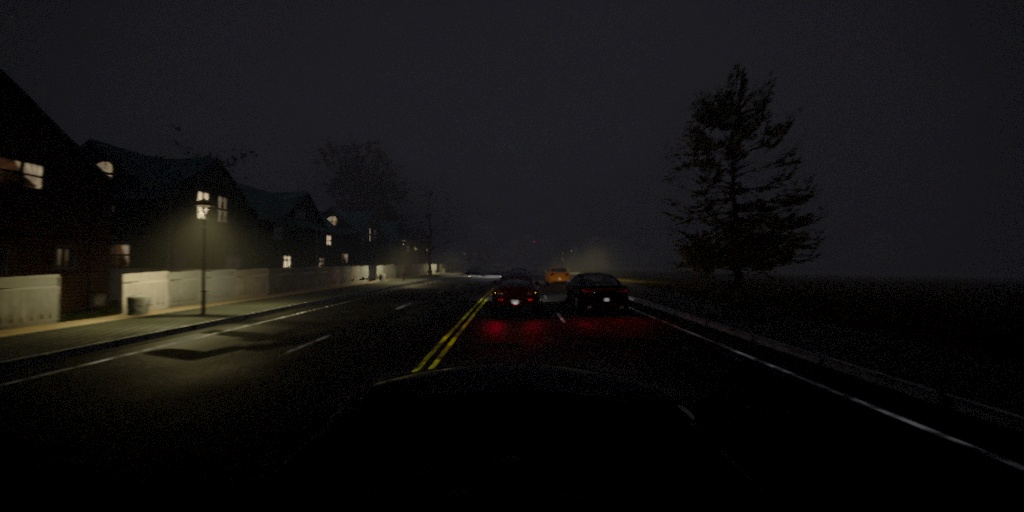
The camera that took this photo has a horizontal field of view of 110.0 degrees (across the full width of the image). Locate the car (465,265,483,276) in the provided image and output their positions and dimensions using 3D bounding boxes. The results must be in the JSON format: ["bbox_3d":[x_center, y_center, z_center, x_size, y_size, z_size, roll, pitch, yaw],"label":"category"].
[{"bbox_3d":[-5.253,2.027,50.152,2.033,1.411,5.357,0,-1,3],"label":"car"}]

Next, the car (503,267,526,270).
[{"bbox_3d":[0.538,1.687,29.779,1.812,1.442,4.674,0,-1,2],"label":"car"}]

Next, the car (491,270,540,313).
[{"bbox_3d":[0.176,1.465,14.872,1.812,1.442,4.674,0,-1,2],"label":"car"}]

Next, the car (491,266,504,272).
[{"bbox_3d":[-1.902,2.098,51.474,1.895,1.301,4.718,0,-1,3],"label":"car"}]

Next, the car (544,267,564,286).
[{"bbox_3d":[3.812,1.645,30.252,1.882,1.535,5.008,0,-1,2],"label":"car"}]

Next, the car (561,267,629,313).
[{"bbox_3d":[3.437,1.423,15.249,1.882,1.535,5.008,0,0,1],"label":"car"}]
